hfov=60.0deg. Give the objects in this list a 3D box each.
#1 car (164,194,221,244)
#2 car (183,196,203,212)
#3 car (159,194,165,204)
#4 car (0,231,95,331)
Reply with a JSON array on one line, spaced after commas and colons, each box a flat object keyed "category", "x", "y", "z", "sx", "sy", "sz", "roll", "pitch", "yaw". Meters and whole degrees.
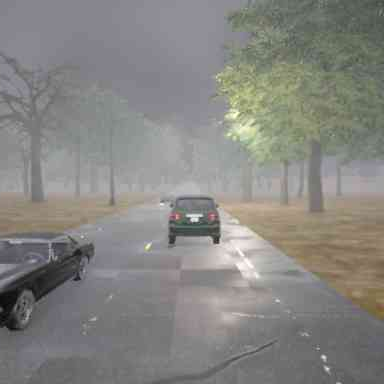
[{"category": "car", "x": 0.101, "y": 1.122, "z": 15.548, "sx": 2.150, "sy": 2.045, "sz": 5.566, "roll": 0, "pitch": 1, "yaw": 0}, {"category": "car", "x": 0.087, "y": 1.162, "z": 33.553, "sx": 1.812, "sy": 1.442, "sz": 4.674, "roll": 0, "pitch": 1, "yaw": 0}, {"category": "car", "x": -3.581, "y": 0.938, "z": 48.142, "sx": 2.033, "sy": 1.411, "sz": 5.357, "roll": 0, "pitch": 1, "yaw": 0}, {"category": "car", "x": -3.601, "y": 1.580, "z": 6.948, "sx": 1.895, "sy": 1.301, "sz": 4.718, "roll": 0, "pitch": 0, "yaw": 0}]
